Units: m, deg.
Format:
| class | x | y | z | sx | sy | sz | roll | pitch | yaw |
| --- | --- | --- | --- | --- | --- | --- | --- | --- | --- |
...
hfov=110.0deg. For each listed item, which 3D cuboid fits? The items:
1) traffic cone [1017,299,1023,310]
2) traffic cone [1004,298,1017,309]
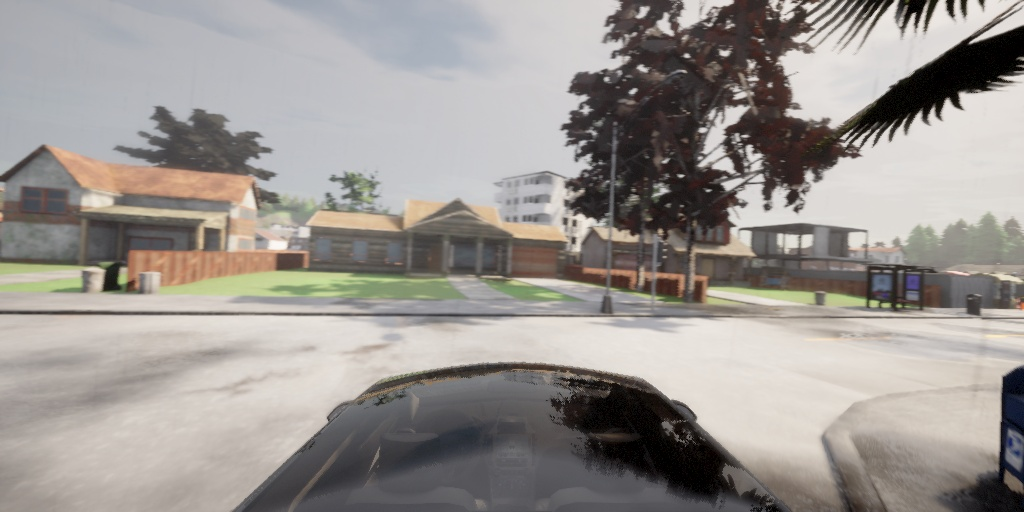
| class | x | y | z | sx | sy | sz | roll | pitch | yaw |
| --- | --- | --- | --- | --- | --- | --- | --- | --- | --- |
| traffic cone | 39.065 | 3.823 | 27.440 | 0.344 | 0.586 | 0.344 | 0 | 0 | -16 |
| traffic cone | 39.368 | 3.818 | 28.275 | 0.344 | 0.586 | 0.344 | 0 | 0 | -16 |
